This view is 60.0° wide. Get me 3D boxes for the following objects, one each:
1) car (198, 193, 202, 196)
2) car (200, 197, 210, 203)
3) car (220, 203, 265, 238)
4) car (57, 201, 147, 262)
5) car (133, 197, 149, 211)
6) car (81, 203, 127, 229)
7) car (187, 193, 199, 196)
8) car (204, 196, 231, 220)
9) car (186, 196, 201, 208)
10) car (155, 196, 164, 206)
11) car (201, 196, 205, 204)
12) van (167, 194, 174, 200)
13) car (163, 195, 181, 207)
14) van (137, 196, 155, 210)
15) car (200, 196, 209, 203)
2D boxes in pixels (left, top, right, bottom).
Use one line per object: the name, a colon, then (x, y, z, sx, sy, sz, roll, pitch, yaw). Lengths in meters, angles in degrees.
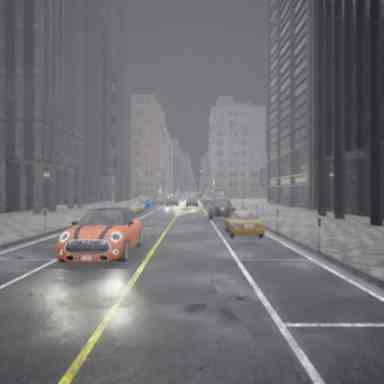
car: (2.660, 1.469, 62.443, 1.967, 1.590, 4.097, 0, 0, 0)
car: (2.660, 1.607, 68.083, 1.802, 1.307, 4.206, 0, 0, 0)
car: (2.665, 1.538, 17.537, 1.752, 1.417, 4.829, 0, 0, 1)
car: (-3.101, 1.357, 12.035, 2.097, 1.767, 4.553, 0, 0, 0)
car: (-5.864, 1.558, 34.095, 1.752, 1.417, 4.829, 0, 0, 0)
car: (-5.869, 1.544, 22.782, 1.752, 1.417, 4.829, 0, 0, 1)
car: (-0.007, 1.521, 68.479, 2.033, 1.411, 5.357, 0, 0, 0)
car: (2.384, 1.379, 28.041, 2.097, 1.767, 4.553, 0, 0, 0)
car: (0.025, 1.638, 50.079, 1.895, 1.301, 4.718, 0, 0, 1)
car: (-5.865, 1.615, 56.826, 1.802, 1.307, 4.206, 0, 0, 0)
car: (2.661, 1.587, 51.165, 2.008, 1.369, 4.403, 0, 0, 0)
van: (-5.868, 1.344, 90.667, 1.690, 1.788, 3.998, 0, 0, 0)
car: (-3.080, 1.636, 52.667, 1.895, 1.301, 4.718, 0, 0, 0)
van: (-5.864, 1.378, 39.907, 1.690, 1.788, 3.998, 0, 0, 0)
car: (2.659, 1.564, 73.722, 1.887, 1.381, 4.507, 0, 0, 0)
